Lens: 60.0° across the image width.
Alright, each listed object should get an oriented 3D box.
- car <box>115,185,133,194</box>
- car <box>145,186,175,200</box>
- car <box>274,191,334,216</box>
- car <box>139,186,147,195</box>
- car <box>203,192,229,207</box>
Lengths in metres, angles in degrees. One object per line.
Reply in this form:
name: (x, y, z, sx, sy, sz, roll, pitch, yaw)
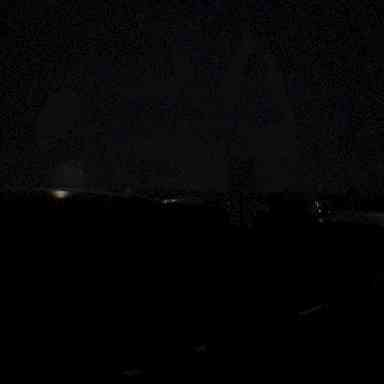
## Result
car: (-12.600, -0.518, 61.311, 2.128, 1.511, 4.902, -4, 4, -35)
car: (-4.074, 0.272, 44.351, 1.994, 1.385, 4.181, -4, 4, -36)
car: (8.740, 0.792, 26.230, 2.097, 1.767, 4.553, -4, 4, -35)
car: (-6.786, -0.210, 53.184, 1.837, 1.490, 4.892, -4, 4, -35)
car: (3.010, 0.674, 34.330, 1.994, 1.385, 4.181, -4, 4, -35)
